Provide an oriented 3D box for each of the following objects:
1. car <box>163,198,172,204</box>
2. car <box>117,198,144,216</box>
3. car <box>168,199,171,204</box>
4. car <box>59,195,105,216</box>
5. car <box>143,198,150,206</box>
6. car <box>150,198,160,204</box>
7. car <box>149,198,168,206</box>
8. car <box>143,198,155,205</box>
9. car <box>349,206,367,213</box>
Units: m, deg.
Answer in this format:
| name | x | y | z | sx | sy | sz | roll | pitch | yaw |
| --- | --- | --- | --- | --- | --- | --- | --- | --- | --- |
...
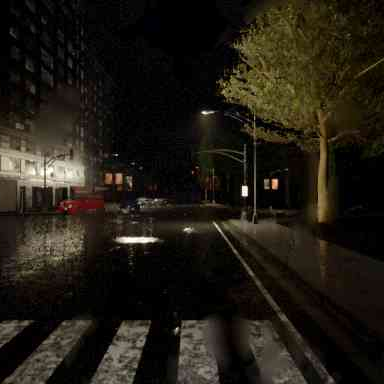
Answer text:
| name | x | y | z | sx | sy | sz | roll | pitch | yaw |
| --- | --- | --- | --- | --- | --- | --- | --- | --- | --- |
| car | -6.299 | 2.312 | 84.653 | 1.895 | 1.301 | 4.718 | 0 | -1 | 0 |
| car | -6.520 | 1.671 | 34.817 | 1.812 | 1.442 | 4.674 | 0 | 0 | 0 |
| car | -6.324 | 2.041 | 74.329 | 1.882 | 1.535 | 5.008 | 0 | -1 | 0 |
| car | -11.353 | 1.346 | 34.931 | 2.150 | 2.045 | 5.566 | 2 | -1 | 19 |
| car | -9.636 | 1.924 | 64.645 | 2.128 | 1.511 | 4.902 | 0 | -1 | 1 |
| car | -9.548 | 2.269 | 85.484 | 2.033 | 1.411 | 5.357 | 0 | -1 | 0 |
| car | -6.387 | 1.977 | 64.380 | 2.033 | 1.411 | 5.357 | 0 | -1 | 1 |
| car | -9.573 | 2.112 | 74.941 | 2.033 | 1.411 | 5.357 | 0 | -1 | 0 |
| car | 32.299 | 3.405 | 64.835 | 5.357 | 1.411 | 2.033 | 3 | -2 | -45 |
